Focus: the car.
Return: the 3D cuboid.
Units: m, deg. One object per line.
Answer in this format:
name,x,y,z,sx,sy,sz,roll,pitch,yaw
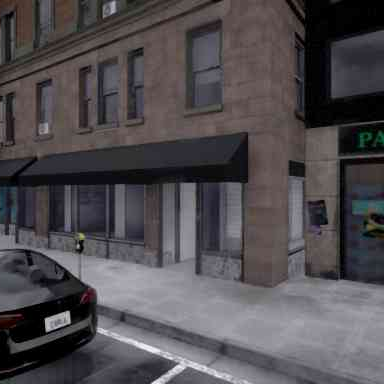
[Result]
car,-3.278,1.566,5.151,4.313,1.339,1.947,0,0,36
